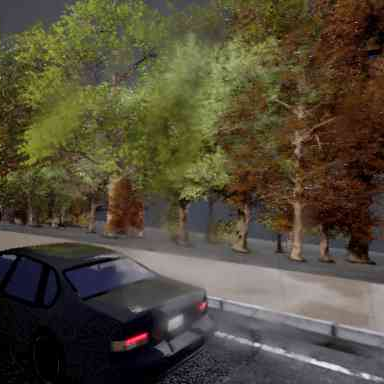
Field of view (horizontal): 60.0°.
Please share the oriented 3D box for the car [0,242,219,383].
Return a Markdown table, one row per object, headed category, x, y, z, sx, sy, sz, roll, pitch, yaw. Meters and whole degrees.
| category | x | y | z | sx | sy | sz | roll | pitch | yaw |
| --- | --- | --- | --- | --- | --- | --- | --- | --- | --- |
| car | -2.234 | 1.543 | 5.276 | 5.357 | 1.411 | 2.033 | 0 | 0 | 35 |
